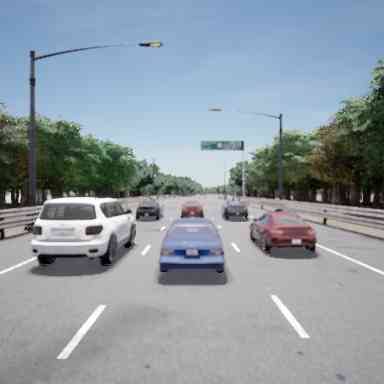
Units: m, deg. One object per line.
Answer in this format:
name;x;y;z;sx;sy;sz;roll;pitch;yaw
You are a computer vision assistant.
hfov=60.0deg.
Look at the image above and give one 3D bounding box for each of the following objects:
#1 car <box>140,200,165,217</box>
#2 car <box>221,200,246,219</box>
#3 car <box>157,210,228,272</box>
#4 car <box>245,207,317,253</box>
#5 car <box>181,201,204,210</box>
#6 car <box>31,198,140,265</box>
car;-3.465;1.463;27.878;1.837;1.490;4.892;0;0;1
car;3.534;1.449;27.831;2.128;1.511;4.902;0;0;1
car;0.017;1.527;10.682;2.033;1.411;5.357;0;0;0
car;3.546;1.500;13.513;1.812;1.442;4.674;0;0;0
car;0.037;1.481;28.598;1.812;1.442;4.674;0;0;0
car;-3.473;1.201;11.684;2.150;2.045;5.566;0;0;0
